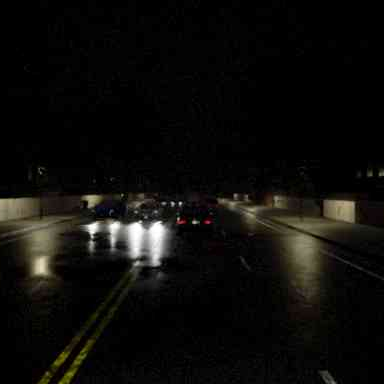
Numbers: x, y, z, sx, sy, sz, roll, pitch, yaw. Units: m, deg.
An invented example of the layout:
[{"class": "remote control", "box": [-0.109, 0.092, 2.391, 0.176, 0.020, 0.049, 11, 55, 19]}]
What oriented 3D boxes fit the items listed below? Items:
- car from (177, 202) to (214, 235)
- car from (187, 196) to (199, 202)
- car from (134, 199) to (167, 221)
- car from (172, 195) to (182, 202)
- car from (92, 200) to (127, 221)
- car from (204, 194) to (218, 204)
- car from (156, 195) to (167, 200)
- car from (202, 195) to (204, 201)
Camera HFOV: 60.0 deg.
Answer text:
[{"class": "car", "box": [0.142, 1.484, 18.217, 2.033, 1.411, 5.357, 0, 0, 0]}, {"class": "car", "box": [0.249, 1.361, 58.277, 1.812, 1.442, 4.674, 0, 0, 0]}, {"class": "car", "box": [-3.285, 1.506, 26.008, 1.895, 1.301, 4.718, 0, 0, 0]}, {"class": "car", "box": [-3.080, 1.324, 67.219, 1.812, 1.442, 4.674, 0, 0, 0]}, {"class": "car", "box": [-6.531, 1.375, 26.636, 1.882, 1.535, 5.008, 0, 0, 0]}, {"class": "car", "box": [3.501, 1.365, 59.264, 1.812, 1.442, 4.674, 0, 0, 0]}, {"class": "car", "box": [-6.325, 1.287, 68.490, 1.882, 1.535, 5.008, 0, 0, 0]}, {"class": "car", "box": [3.455, 1.342, 79.998, 2.128, 1.511, 4.902, 0, 0, 0]}]
